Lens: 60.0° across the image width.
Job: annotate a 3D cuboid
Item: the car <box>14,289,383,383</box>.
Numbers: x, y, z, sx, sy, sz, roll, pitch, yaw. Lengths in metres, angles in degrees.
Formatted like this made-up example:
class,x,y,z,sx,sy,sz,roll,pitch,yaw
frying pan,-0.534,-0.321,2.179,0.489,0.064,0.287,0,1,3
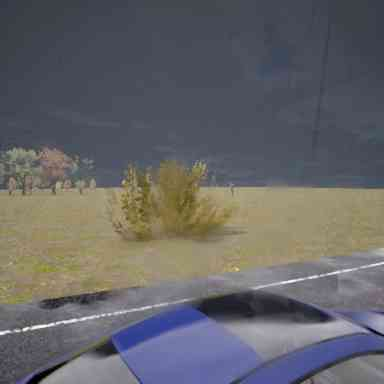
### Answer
class,x,y,z,sx,sy,sz,roll,pitch,yaw
car,0.690,1.526,2.433,4.674,1.442,1.812,0,0,-29
